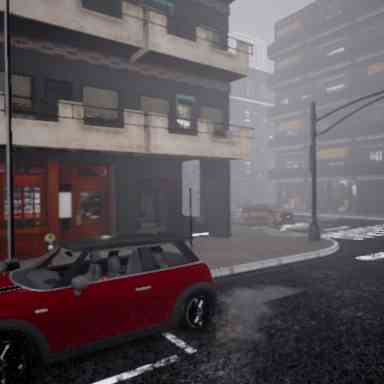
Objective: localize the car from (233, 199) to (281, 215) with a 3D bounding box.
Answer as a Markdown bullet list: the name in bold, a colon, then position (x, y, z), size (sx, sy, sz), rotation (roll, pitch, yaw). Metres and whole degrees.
- **car**: position (6.350, 1.446, 32.856), size (2.008, 1.369, 4.403), rotation (-1, 1, -36)

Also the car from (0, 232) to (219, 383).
- **car**: position (-1.621, 1.436, 5.115), size (4.097, 1.590, 1.967), rotation (0, -1, -35)

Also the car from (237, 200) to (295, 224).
- **car**: position (5.530, 1.541, 24.777), size (1.994, 1.385, 4.181), rotation (-1, 1, -36)
